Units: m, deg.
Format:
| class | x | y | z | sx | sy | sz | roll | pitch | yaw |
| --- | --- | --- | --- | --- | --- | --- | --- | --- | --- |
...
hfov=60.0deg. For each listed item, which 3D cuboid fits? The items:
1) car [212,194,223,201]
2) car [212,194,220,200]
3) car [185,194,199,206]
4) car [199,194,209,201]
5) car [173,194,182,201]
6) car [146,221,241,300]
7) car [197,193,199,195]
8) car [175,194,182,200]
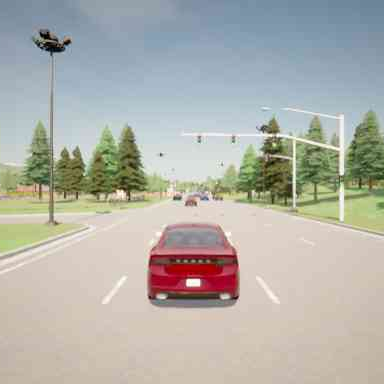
| class | x | y | z | sx | sy | sz | roll | pitch | yaw |
| --- | --- | --- | --- | --- | --- | --- | --- | --- | --- |
| car | 6.755 | 1.512 | 83.695 | 2.128 | 1.511 | 4.902 | 0 | 0 | 0 |
| car | 6.724 | 1.367 | 94.115 | 2.033 | 1.411 | 5.357 | 0 | 0 | 0 |
| car | -0.155 | 1.523 | 53.062 | 1.812 | 1.442 | 4.674 | 0 | 0 | 0 |
| car | 3.254 | 1.512 | 84.101 | 1.812 | 1.442 | 4.674 | 0 | 0 | 0 |
| car | -3.745 | 1.465 | 83.664 | 1.882 | 1.535 | 5.008 | 0 | 0 | 0 |
| car | 0.038 | 1.477 | 8.459 | 1.882 | 1.535 | 5.008 | 0 | 0 | 0 |
| car | 3.224 | 1.352 | 94.105 | 2.128 | 1.511 | 4.902 | 0 | 0 | 0 |
| car | -3.776 | 1.305 | 94.084 | 1.882 | 1.535 | 5.008 | 0 | 0 | 0 |
